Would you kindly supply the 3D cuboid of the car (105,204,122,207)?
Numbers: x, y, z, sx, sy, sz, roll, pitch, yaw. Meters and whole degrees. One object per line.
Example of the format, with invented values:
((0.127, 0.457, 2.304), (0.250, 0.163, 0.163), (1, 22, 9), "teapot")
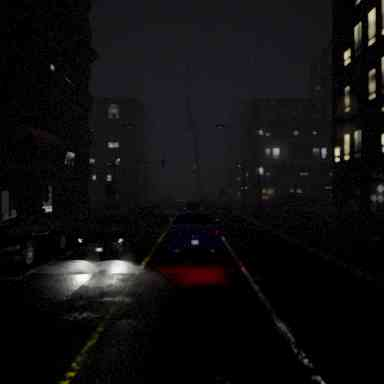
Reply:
((-5.749, 1.573, 24.267), (1.802, 1.307, 4.206), (0, 0, 0), "car")

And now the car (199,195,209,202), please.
((2.667, 1.434, 71.978), (1.967, 1.590, 4.097), (0, 0, 0), "car")

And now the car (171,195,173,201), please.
((-5.713, 1.520, 71.804), (1.752, 1.417, 4.829), (0, 0, 0), "car")

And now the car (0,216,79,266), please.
((-5.695, 1.546, 11.350), (2.008, 1.369, 4.403), (0, 0, 0), "car")

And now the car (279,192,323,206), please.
((14.680, 1.014, 44.235), (5.009, 1.841, 2.192), (-1, 1, 0), "car")

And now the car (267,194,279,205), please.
((14.543, 0.997, 52.613), (5.009, 1.841, 2.192), (-1, 1, 0), "car")

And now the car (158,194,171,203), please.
((-5.711, 1.559, 66.291), (1.947, 1.339, 4.313), (0, 0, 0), "car")

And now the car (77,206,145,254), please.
((-3.105, 1.542, 13.775), (2.033, 1.411, 5.357), (0, 0, 0), "car")

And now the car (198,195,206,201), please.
((2.662, 1.583, 89.026), (1.802, 1.307, 4.206), (0, 0, 0), "car")

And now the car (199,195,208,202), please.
((2.665, 1.436, 77.660), (1.967, 1.590, 4.097), (0, 0, 0), "car")

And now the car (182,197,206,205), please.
((0.090, 1.515, 30.785), (1.812, 1.442, 4.674), (0, 0, 0), "car")

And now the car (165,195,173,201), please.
((-5.717, 1.524, 83.168), (1.752, 1.417, 4.829), (0, 0, 0), "car")

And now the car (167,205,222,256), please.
((0.094, 1.473, 13.167), (1.882, 1.535, 5.008), (0, 0, 0), "car")

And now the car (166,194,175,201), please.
((-5.718, 1.441, 89.021), (1.967, 1.590, 4.097), (0, 0, 0), "car")
